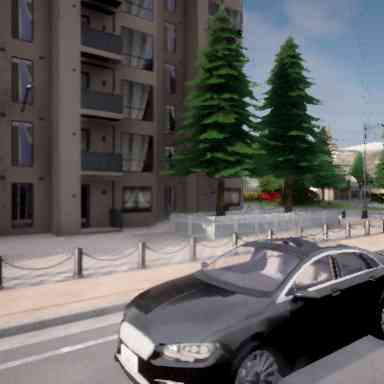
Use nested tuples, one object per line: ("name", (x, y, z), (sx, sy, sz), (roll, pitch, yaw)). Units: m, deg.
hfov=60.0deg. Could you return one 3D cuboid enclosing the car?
("car", (1.339, 1.493, 4.926), (4.902, 1.511, 2.128), (0, 0, -35))
